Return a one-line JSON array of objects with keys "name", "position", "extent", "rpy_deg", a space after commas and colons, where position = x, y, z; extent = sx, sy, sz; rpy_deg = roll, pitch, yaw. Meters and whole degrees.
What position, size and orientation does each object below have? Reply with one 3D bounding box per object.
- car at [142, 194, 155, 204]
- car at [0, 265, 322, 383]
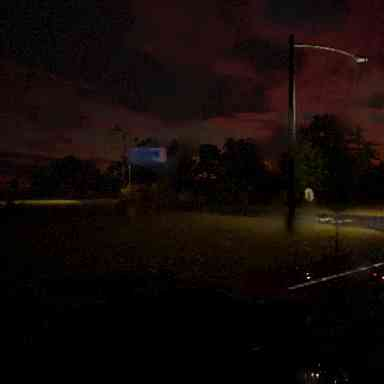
[{"name": "car", "position": [-8.287, 1.112, 59.056], "extent": [2.097, 1.767, 4.553], "rpy_deg": [0, 0, -34]}, {"name": "car", "position": [-0.992, 1.543, 3.181], "extent": [5.357, 1.411, 2.033], "rpy_deg": [0, 0, -36]}]
